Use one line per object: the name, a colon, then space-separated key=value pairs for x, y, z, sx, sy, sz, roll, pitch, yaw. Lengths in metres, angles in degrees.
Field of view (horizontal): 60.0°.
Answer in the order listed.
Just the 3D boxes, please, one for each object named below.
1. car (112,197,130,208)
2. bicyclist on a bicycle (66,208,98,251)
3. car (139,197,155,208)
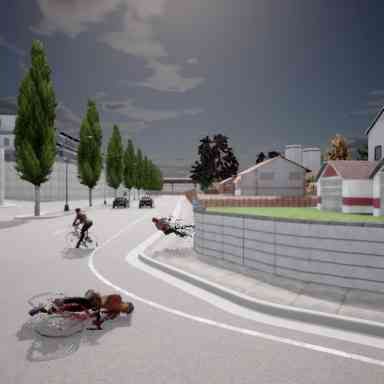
car: x=-9.963 y=1.505 z=47.033 sx=1.837 sy=1.490 sz=4.892 roll=0 pitch=0 yaw=-1
bicyclist on a bicycle: x=-4.310 y=1.445 z=12.939 sx=1.656 sy=1.620 sz=0.582 roll=0 pitch=0 yaw=26
car: x=-6.467 y=1.505 z=47.538 sx=1.837 sy=1.490 sz=4.892 roll=0 pitch=0 yaw=-2
